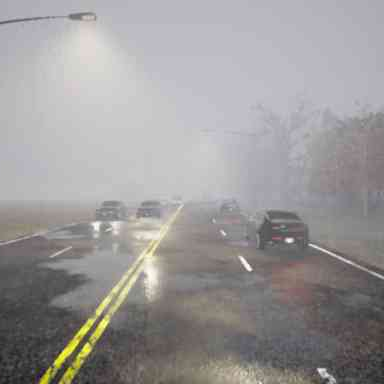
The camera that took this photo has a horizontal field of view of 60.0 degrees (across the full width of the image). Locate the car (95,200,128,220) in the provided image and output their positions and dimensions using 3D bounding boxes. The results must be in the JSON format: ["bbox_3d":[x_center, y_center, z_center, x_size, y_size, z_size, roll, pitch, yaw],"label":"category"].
[{"bbox_3d":[-6.555,1.419,27.359,1.837,1.490,4.892,0,0,0],"label":"car"}]

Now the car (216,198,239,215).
[{"bbox_3d":[3.399,1.335,31.640,2.128,1.511,4.902,-1,1,0],"label":"car"}]

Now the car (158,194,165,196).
[{"bbox_3d":[-6.389,1.191,69.016,1.812,1.442,4.674,0,0,0],"label":"car"}]

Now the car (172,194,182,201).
[{"bbox_3d":[-3.139,1.205,69.012,1.994,1.385,4.181,0,0,0],"label":"car"}]

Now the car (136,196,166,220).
[{"bbox_3d":[-3.307,1.379,27.053,1.882,1.535,5.008,0,0,0],"label":"car"}]

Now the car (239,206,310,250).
[{"bbox_3d":[3.376,1.430,13.954,1.837,1.490,4.892,-1,0,0],"label":"car"}]

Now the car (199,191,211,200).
[{"bbox_3d":[3.374,1.061,77.170,2.163,1.488,4.792,0,0,0],"label":"car"}]
